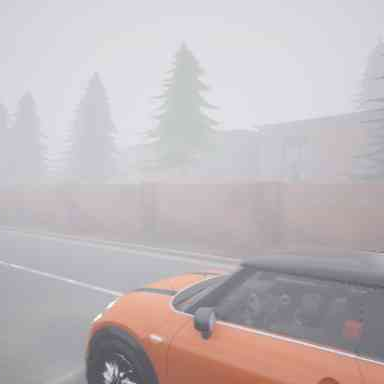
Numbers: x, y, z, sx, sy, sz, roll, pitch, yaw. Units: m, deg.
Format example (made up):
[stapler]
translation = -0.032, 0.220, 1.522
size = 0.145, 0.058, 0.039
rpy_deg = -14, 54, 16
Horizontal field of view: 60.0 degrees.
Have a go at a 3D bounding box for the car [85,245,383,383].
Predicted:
[car]
translation = 1.026, 1.342, 3.246
size = 4.553, 1.767, 2.097
rpy_deg = 1, 0, 36
